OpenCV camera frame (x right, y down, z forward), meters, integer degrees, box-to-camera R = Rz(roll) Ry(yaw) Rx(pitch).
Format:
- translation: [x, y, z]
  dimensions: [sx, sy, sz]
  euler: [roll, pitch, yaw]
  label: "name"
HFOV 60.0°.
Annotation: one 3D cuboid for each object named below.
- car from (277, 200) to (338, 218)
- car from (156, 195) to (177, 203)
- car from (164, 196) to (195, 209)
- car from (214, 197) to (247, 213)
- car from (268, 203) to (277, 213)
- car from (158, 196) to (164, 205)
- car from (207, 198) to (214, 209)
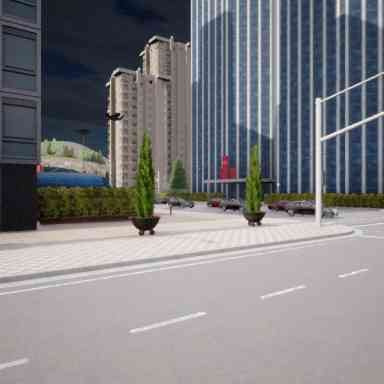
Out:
- translation: [10.495, 1.491, 29.644]
  dimensions: [2.128, 1.511, 4.902]
  euler: [0, 0, -36]
  label: "car"
- translation: [-5.345, 1.498, 69.719]
  dimensions: [2.128, 1.511, 4.902]
  euler: [0, 0, -36]
  label: "car"
- translation: [-1.504, 1.503, 46.215]
  dimensions: [1.837, 1.490, 4.892]
  euler: [0, 0, -36]
  label: "car"
- translation: [5.081, 1.491, 37.109]
  dimensions: [2.128, 1.511, 4.902]
  euler: [0, 0, -36]
  label: "car"
- translation: [10.489, 1.601, 35.606]
  dimensions: [1.895, 1.301, 4.718]
  euler: [0, 0, -36]
  label: "car"
- translation: [-6.102, 1.548, 58.637]
  dimensions: [2.033, 1.411, 5.357]
  euler: [0, 0, -35]
  label: "car"
- translation: [4.035, 1.478, 44.524]
  dimensions: [1.882, 1.535, 5.008]
  euler: [0, 0, -36]
  label: "car"
